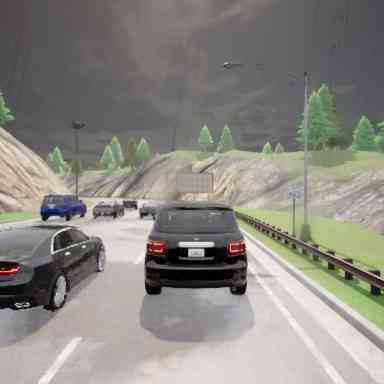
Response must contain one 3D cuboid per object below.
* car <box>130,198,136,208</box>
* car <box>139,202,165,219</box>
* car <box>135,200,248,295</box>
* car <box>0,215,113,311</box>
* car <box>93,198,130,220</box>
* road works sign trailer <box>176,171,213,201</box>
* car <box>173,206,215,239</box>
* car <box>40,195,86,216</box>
[{"bbox_3d":[-8.008,1.478,42.966,1.882,1.535,5.008,0,0,-7],"label":"car"},{"bbox_3d":[-3.512,1.601,29.644,1.895,1.301,4.718,0,0,-2],"label":"car"},{"bbox_3d":[0.087,1.221,8.866,2.150,2.045,5.566,0,0,0],"label":"car"},{"bbox_3d":[-3.409,1.503,7.711,1.837,1.490,4.892,0,-1,0],"label":"car"},{"bbox_3d":[-6.990,1.490,28.275,2.128,1.511,4.902,0,0,-1],"label":"car"},{"bbox_3d":[0.186,0.464,21.583,2.380,3.560,2.880,0,0,0],"label":"road works sign trailer"},{"bbox_3d":[0.094,1.559,18.087,1.994,1.385,4.181,0,0,0],"label":"car"},{"bbox_3d":[-10.467,1.223,27.376,2.150,2.045,5.566,0,0,-1],"label":"car"}]
